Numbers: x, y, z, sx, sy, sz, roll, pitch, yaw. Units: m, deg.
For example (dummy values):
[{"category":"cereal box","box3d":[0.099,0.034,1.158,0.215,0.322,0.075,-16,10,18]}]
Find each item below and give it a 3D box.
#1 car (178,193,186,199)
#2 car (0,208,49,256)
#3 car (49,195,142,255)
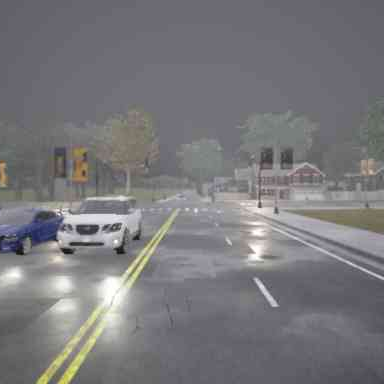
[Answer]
[{"category":"car","box3d":[-2.824,1.013,92.870,1.882,1.535,5.008,0,0,0]},{"category":"car","box3d":[-6.601,1.419,13.028,1.882,1.535,5.008,0,0,0]},{"category":"car","box3d":[-3.353,1.163,13.300,2.150,2.045,5.566,0,0,0]}]
